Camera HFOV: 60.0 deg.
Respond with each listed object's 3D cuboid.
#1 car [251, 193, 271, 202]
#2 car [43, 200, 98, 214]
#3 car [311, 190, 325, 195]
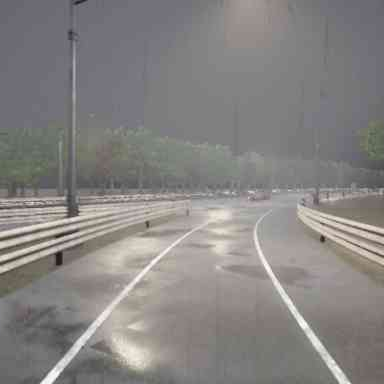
[{"bbox_3d":[11.812,0.856,56.578,1.994,1.385,4.181,1,2,40],"label":"car"},{"bbox_3d":[-10.667,1.489,29.577,1.837,1.490,4.892,1,2,40],"label":"car"},{"bbox_3d":[29.804,0.259,78.182,2.033,1.411,5.357,1,2,40],"label":"car"}]
